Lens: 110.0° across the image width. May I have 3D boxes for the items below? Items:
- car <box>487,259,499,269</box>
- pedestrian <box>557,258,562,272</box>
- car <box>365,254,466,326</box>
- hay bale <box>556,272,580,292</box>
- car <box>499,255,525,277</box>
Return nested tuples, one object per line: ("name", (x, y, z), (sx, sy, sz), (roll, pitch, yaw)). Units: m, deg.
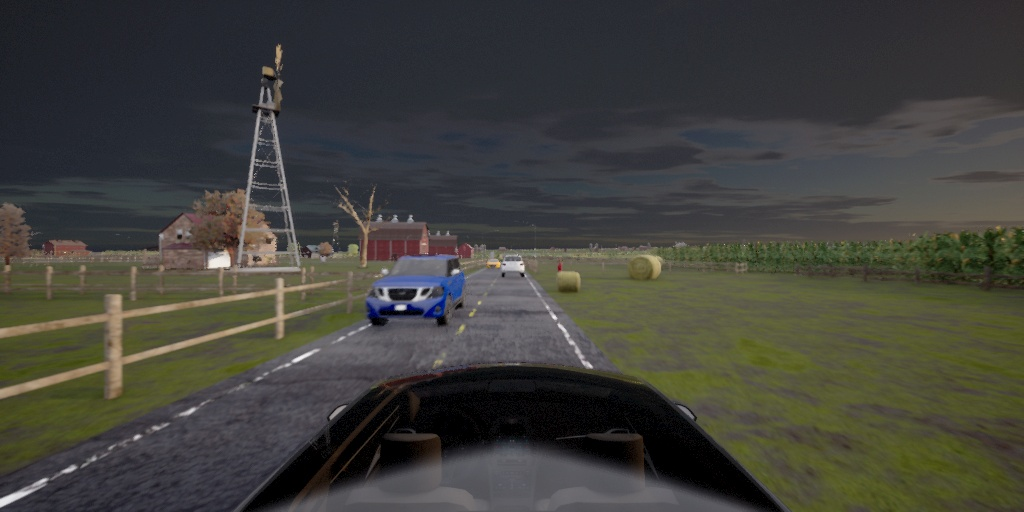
("car", (-2.797, 1.205, 54.799), (1.882, 1.535, 5.008), (0, 0, 0))
("pedestrian", (2.828, 1.034, 21.356), (0.375, 1.860, 0.375), (-1, 1, 4))
("car", (-2.848, 0.962, 11.946), (2.150, 2.045, 5.566), (0, 0, 0))
("hay bale", (3.127, 1.391, 20.254), (1.220, 1.180, 1.240), (0, 0, 0))
("car", (0.073, 0.948, 35.148), (2.150, 2.045, 5.566), (0, 0, 0))
